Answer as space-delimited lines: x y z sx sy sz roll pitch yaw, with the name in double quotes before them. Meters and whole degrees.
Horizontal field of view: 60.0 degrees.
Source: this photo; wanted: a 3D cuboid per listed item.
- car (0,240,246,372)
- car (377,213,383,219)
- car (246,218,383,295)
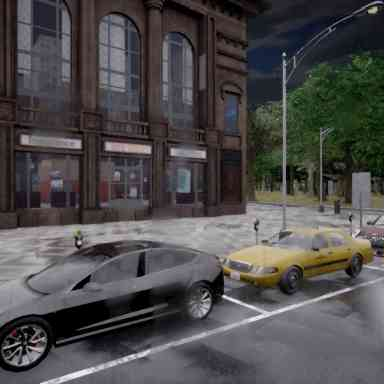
"car" -1.376 1.566 5.668 4.313 1.339 1.947 0 0 -36
"car" 7.475 1.441 11.988 4.097 1.590 1.967 0 0 -36
"car" 2.911 1.526 8.730 4.829 1.417 1.752 0 0 -36
